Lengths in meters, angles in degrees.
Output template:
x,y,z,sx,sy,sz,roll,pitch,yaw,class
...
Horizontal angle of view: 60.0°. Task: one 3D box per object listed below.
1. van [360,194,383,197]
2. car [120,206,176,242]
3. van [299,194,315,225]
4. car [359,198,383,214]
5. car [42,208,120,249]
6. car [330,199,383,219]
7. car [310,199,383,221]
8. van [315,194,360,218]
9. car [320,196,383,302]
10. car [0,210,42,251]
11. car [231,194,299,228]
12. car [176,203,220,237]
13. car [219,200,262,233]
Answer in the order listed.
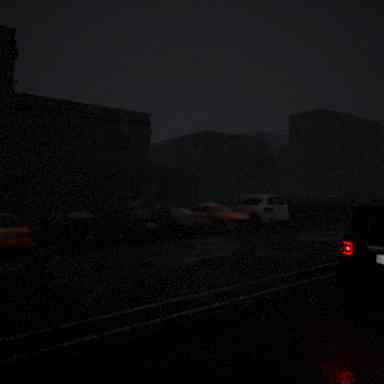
x,y,z,sx,sy,sz,roll,pitch,yaw,class
16.993,1.157,30.904,1.878,1.987,4.442,0,0,-36,van
-3.138,1.489,16.397,2.163,1.488,4.792,0,0,-36,car
5.781,1.190,22.883,1.878,1.987,4.442,0,0,-36,van
19.302,1.379,32.418,2.097,1.535,5.008,0,0,-36,car
-5.360,1.474,14.764,2.231,1.521,4.892,0,0,-36,car
14.821,1.428,29.203,2.002,1.452,4.674,0,0,-36,car
12.684,1.391,27.450,1.946,1.575,5.366,0,0,-36,car
10.264,1.173,26.091,1.878,1.987,4.442,0,0,-36,van
5.319,1.175,6.931,5.566,2.045,2.150,0,0,-36,car
-7.713,1.485,13.316,1.946,1.575,5.366,0,0,-36,car
3.589,1.173,21.207,2.435,2.045,5.566,0,0,-36,car
-0.880,1.486,17.979,2.002,1.452,4.674,0,0,-36,car
1.361,1.434,19.586,2.097,1.535,5.008,0,0,-36,car
